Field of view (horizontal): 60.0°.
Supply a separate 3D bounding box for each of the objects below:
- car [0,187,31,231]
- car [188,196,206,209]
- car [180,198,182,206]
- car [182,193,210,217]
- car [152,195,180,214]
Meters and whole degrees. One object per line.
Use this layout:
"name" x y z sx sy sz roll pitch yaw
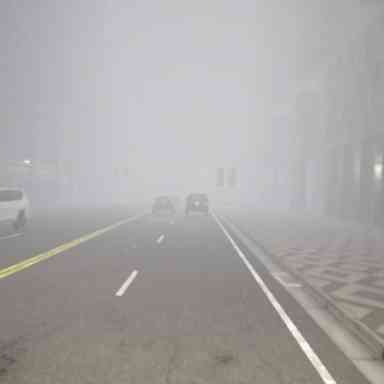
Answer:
"car" -9.514 0.767 15.097 2.150 2.045 5.566 2 0 1
"car" 0.664 1.324 43.739 2.128 1.511 4.902 2 0 1
"car" -2.446 1.220 48.006 1.837 1.490 4.892 2 1 1
"car" 0.497 1.106 30.669 2.150 2.045 5.566 2 0 1
"car" -2.660 1.125 33.048 2.097 1.767 4.553 2 0 1
